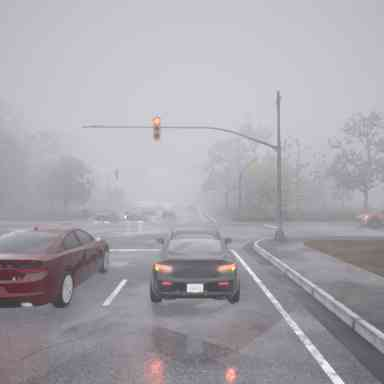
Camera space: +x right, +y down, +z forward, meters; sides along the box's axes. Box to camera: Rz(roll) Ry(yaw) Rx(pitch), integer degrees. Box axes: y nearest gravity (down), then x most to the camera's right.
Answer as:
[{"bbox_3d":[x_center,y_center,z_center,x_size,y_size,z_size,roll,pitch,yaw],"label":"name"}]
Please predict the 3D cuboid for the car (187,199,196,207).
[{"bbox_3d":[-0.265,2.894,87.032,2.097,1.767,4.553,0,0,-4],"label":"car"}]

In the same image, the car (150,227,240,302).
[{"bbox_3d":[0.064,1.606,8.286,1.812,1.442,4.674,0,-1,0],"label":"car"}]

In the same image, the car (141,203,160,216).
[{"bbox_3d":[-7.193,3.253,57.533,1.882,1.535,5.008,0,0,0],"label":"car"}]

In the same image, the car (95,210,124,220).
[{"bbox_3d":[-10.859,2.971,43.052,2.033,1.411,5.357,0,-2,4],"label":"car"}]

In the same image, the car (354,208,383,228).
[{"bbox_3d":[16.604,2.172,28.873,4.553,1.767,2.097,0,-3,-3],"label":"car"}]

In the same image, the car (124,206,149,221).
[{"bbox_3d":[-7.179,2.952,43.119,1.812,1.442,4.674,0,-2,0],"label":"car"}]

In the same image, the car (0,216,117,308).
[{"bbox_3d":[-3.433,1.556,8.141,1.882,1.535,5.008,0,-1,0],"label":"car"}]

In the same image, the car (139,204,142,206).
[{"bbox_3d":[-10.691,3.336,58.676,2.033,1.411,5.357,0,-1,0],"label":"car"}]

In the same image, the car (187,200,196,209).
[{"bbox_3d":[-0.154,3.305,77.298,1.994,1.385,4.181,0,0,0],"label":"car"}]

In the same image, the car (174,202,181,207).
[{"bbox_3d":[-3.774,3.228,86.907,1.812,1.442,4.674,0,0,-4],"label":"car"}]

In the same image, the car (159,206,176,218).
[{"bbox_3d":[-3.500,3.264,51.161,1.895,1.301,4.718,0,-1,0],"label":"car"}]

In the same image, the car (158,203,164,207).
[{"bbox_3d":[-7.144,3.265,72.839,1.882,1.535,5.008,0,0,0],"label":"car"}]
